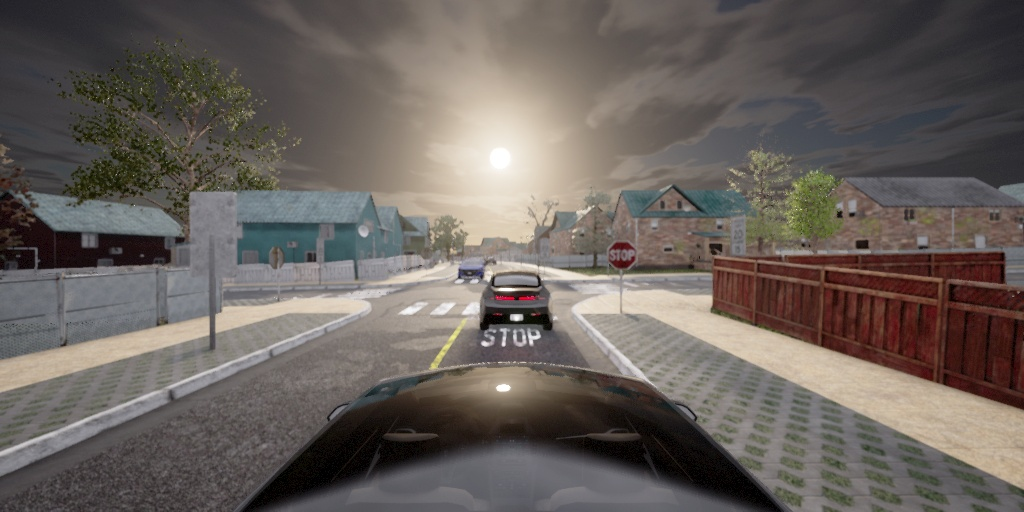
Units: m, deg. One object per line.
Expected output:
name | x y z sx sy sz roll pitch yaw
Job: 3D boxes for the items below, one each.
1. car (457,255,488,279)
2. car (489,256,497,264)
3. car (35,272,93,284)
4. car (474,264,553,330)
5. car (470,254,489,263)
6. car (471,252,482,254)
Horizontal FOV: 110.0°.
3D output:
car | -3.123 0.932 28.042 1.882 1.535 5.008 0 1 -2
car | -3.794 0.727 62.232 1.812 1.442 4.674 0 0 -10
car | -25.362 1.641 20.169 5.357 1.411 2.033 -1 0 0
car | 0.102 1.135 10.592 1.837 1.490 4.892 0 0 0
car | -3.891 0.831 40.534 1.882 1.535 5.008 0 0 -5
car | -5.291 0.471 53.408 2.150 2.045 5.566 0 1 -8
